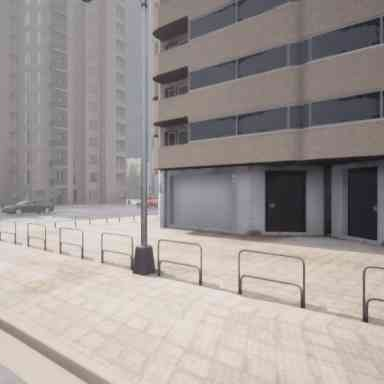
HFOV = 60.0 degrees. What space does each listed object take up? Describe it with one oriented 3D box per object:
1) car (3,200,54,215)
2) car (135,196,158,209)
[{"bbox_3d":[-16.681,1.558,34.146,1.837,1.490,4.892,0,0,39],"label":"car"},{"bbox_3d":[-5.969,1.405,47.519,2.097,1.767,4.553,0,0,39],"label":"car"}]
